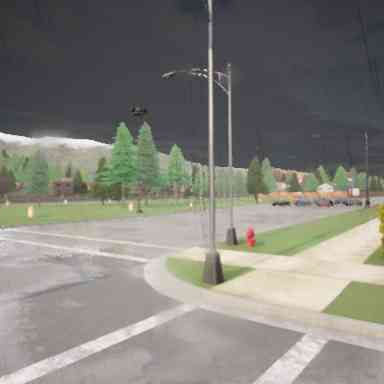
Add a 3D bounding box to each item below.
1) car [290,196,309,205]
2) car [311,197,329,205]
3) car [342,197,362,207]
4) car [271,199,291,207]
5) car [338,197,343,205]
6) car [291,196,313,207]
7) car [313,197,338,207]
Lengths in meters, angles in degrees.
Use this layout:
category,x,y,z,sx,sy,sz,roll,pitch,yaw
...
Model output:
category,x,y,z,sx,sy,sz,roll,pitch,yaw
car,21.094,1.603,65.063,2.097,1.767,4.553,-1,0,36
car,24.810,1.760,64.234,2.033,1.411,5.357,-1,0,36
car,26.772,1.698,54.973,1.994,1.385,4.181,-1,0,36
car,15.276,1.848,56.971,1.895,1.301,4.718,-1,0,36
car,28.125,1.723,62.851,2.033,1.411,5.357,-1,0,36
car,18.572,1.735,55.564,1.812,1.442,4.674,-1,0,36
car,21.602,1.735,53.778,1.994,1.385,4.181,-1,0,35
